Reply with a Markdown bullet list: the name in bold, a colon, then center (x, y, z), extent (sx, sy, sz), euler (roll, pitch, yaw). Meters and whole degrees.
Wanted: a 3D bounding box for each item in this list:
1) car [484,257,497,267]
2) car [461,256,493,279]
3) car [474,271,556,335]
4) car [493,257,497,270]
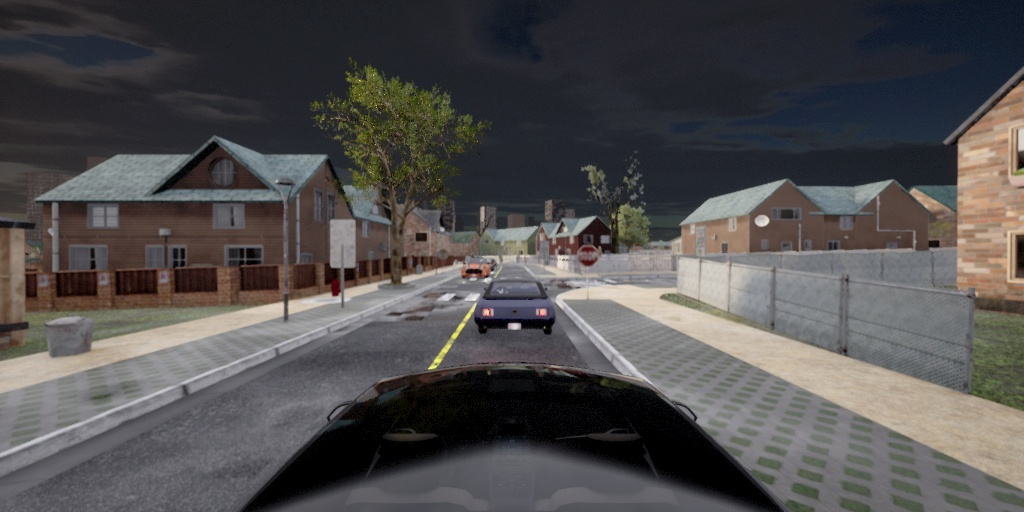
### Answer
- **car**: center (-3.275, 0.903, 54.063), extent (1.994, 1.385, 4.181), euler (0, 0, -4)
- **car**: center (-2.916, 0.882, 29.622), extent (2.097, 1.767, 4.553), euler (0, 0, 0)
- **car**: center (0.110, 1.286, 10.323), extent (1.895, 1.301, 4.718), euler (0, 0, 1)
- **car**: center (-2.963, 0.964, 40.897), extent (1.812, 1.442, 4.674), euler (0, 1, 0)
